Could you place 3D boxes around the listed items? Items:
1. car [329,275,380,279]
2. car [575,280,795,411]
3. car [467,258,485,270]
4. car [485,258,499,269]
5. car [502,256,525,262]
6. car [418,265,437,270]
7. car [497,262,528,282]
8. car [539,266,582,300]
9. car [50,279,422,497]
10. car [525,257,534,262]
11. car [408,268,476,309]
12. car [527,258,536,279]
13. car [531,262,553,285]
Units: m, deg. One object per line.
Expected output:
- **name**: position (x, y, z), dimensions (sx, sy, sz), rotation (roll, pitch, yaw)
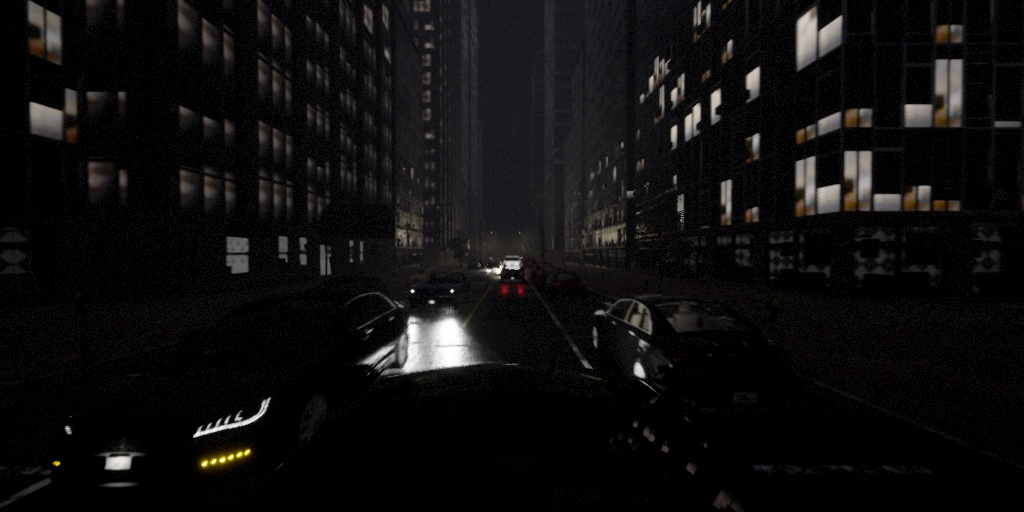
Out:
- **car**: position (-5.331, 1.319, 11.673), dimensions (1.948, 1.339, 4.313), rotation (0, 0, 0)
- **car**: position (2.527, 1.297, 6.065), dimensions (2.007, 1.370, 4.403), rotation (0, 0, 0)
- **car**: position (-5.402, 1.310, 51.211), dimensions (2.007, 1.370, 4.403), rotation (0, 0, 0)
- **car**: position (-2.902, 1.360, 55.590), dimensions (1.895, 1.301, 4.718), rotation (0, 0, 0)
- **car**: position (0.032, 0.975, 41.137), dimensions (2.150, 2.045, 5.566), rotation (0, 0, 0)
- **car**: position (-5.351, 1.278, 22.800), dimensions (1.751, 1.417, 4.829), rotation (0, 0, 0)
- **car**: position (0.052, 1.350, 28.737), dimensions (1.895, 1.301, 4.718), rotation (0, 0, 0)
- **car**: position (2.507, 1.327, 17.362), dimensions (1.802, 1.307, 4.207), rotation (0, 0, 0)
- **car**: position (-2.852, 1.258, 5.024), dimensions (1.837, 1.490, 4.892), rotation (0, 0, 0)
- **car**: position (2.446, 1.067, 51.255), dimensions (2.192, 1.841, 5.009), rotation (0, 0, 0)
- **car**: position (-2.870, 1.351, 15.142), dimensions (1.895, 1.301, 4.718), rotation (0, 0, 1)
- **car**: position (2.487, 1.186, 28.660), dimensions (1.967, 1.591, 4.097), rotation (0, 0, 0)
- **car**: position (2.497, 1.291, 23.011), dimensions (1.888, 1.381, 4.507), rotation (0, 0, 0)
